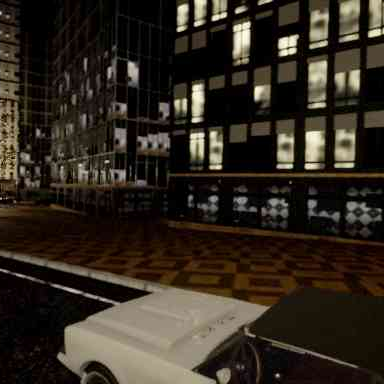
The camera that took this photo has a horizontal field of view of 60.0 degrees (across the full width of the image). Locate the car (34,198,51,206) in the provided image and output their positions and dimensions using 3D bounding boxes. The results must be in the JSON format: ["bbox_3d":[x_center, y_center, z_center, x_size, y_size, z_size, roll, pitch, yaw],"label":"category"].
[{"bbox_3d":[-25.693,1.761,59.320,4.507,1.381,1.887,1,1,-34],"label":"car"}]

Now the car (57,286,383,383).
[{"bbox_3d":[0.906,1.597,2.918,4.718,1.301,1.895,0,0,36],"label":"car"}]

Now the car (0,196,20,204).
[{"bbox_3d":[-34.815,1.486,62.631,4.403,1.369,2.008,1,1,-34],"label":"car"}]
